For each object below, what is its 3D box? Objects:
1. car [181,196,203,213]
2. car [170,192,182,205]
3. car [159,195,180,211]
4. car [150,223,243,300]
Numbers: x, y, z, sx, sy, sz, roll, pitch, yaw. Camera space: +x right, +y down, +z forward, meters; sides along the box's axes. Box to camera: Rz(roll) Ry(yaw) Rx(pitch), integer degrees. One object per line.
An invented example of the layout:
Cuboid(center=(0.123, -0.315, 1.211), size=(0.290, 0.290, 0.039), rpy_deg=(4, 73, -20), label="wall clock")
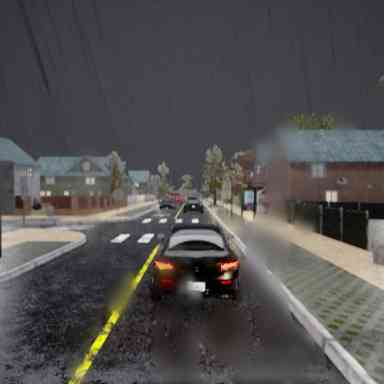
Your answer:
Cuboid(center=(0.143, 1.412, 34.809), size=(1.994, 1.385, 4.181), rpy_deg=(0, 0, 0), label="car")
Cuboid(center=(-2.753, 1.068, 54.851), size=(2.150, 2.045, 5.566), rpy_deg=(0, 0, 0), label="car")
Cuboid(center=(-2.796, 1.390, 39.124), size=(2.033, 1.411, 5.357), rpy_deg=(0, 0, 0), label="car")
Cuboid(center=(0.096, 1.477, 8.105), size=(1.812, 1.442, 4.674), rpy_deg=(0, 0, 0), label="car")
